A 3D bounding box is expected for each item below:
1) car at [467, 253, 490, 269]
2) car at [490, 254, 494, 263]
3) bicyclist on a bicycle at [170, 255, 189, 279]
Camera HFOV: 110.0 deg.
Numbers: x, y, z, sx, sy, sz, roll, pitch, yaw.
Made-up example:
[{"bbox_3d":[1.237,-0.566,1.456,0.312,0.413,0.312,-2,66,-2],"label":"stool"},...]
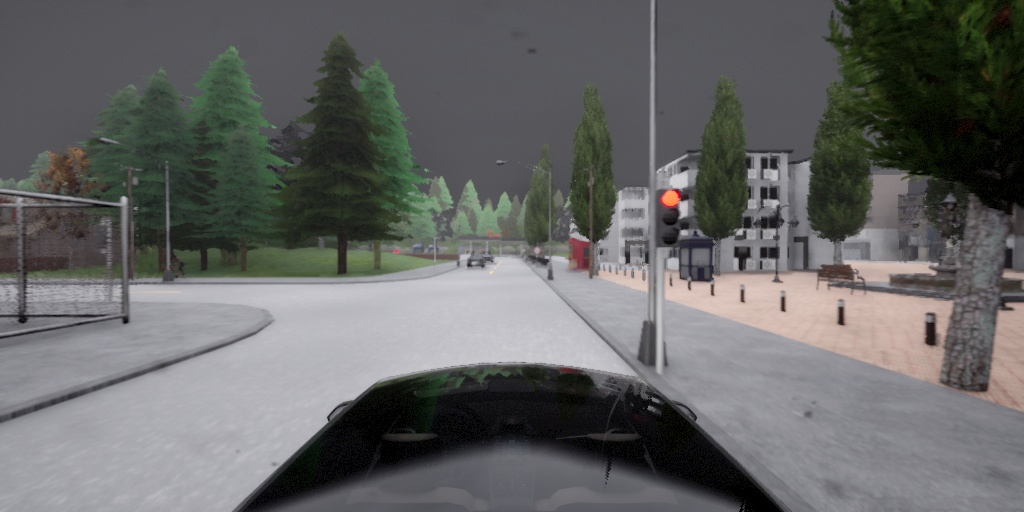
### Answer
[{"bbox_3d":[-4.052,0.629,41.124,2.128,1.511,4.902,0,1,0],"label":"car"},{"bbox_3d":[-3.963,0.408,59.008,2.033,1.411,5.357,0,1,0],"label":"car"},{"bbox_3d":[-22.133,0.760,23.696,0.582,1.620,1.656,0,1,0],"label":"bicyclist on a bicycle"}]
